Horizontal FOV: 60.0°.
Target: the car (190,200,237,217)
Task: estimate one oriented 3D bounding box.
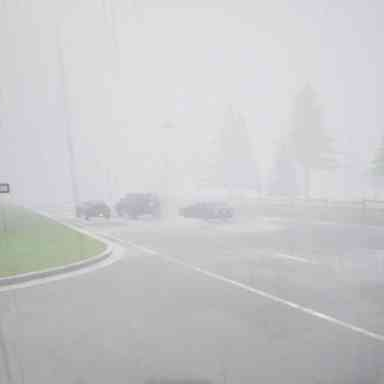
[{"bbox_3d":[1.847,1.437,30.449,1.895,1.301,4.718,0,0,-31],"label":"car"}]

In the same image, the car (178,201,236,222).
[{"bbox_3d":[0.924,1.413,25.229,2.033,1.411,5.357,0,0,-31],"label":"car"}]

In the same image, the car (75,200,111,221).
[{"bbox_3d":[-7.890,1.402,26.253,1.837,1.490,4.892,0,0,-31],"label":"car"}]

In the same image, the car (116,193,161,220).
[{"bbox_3d":[-4.484,1.099,27.384,2.150,2.045,5.566,0,0,-31],"label":"car"}]
